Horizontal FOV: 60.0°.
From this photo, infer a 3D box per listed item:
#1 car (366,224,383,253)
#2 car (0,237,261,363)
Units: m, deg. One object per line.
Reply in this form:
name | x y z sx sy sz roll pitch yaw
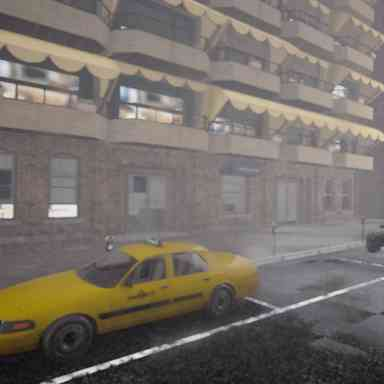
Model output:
car | 8.272 1.567 12.406 4.313 1.339 1.947 0 1 -35
car | -0.896 1.526 5.862 4.829 1.417 1.752 0 1 -35
